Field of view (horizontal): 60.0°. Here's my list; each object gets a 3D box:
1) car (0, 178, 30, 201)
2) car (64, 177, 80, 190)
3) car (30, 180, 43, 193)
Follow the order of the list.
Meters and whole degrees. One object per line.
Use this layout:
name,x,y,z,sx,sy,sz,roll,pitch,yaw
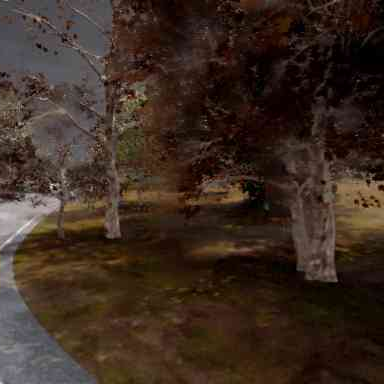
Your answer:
car,-17.712,-0.304,31.720,2.150,2.045,5.566,0,4,-11
car,-16.715,-1.344,46.965,2.150,2.045,5.566,0,4,-9
car,-19.413,-0.845,41.457,2.097,1.767,4.553,0,4,-9
